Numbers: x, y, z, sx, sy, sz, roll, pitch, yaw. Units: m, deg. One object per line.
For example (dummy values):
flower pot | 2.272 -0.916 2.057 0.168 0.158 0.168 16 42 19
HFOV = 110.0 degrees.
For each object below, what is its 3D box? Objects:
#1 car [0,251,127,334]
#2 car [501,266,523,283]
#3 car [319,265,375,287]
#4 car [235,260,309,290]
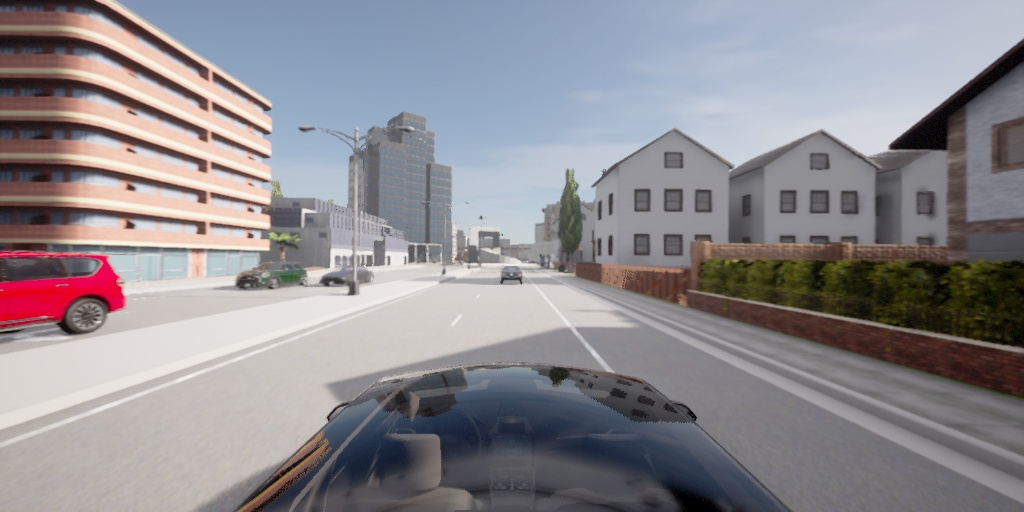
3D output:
car | -11.604 0.896 7.426 2.150 2.045 5.566 1 0 0
car | -0.037 1.557 31.154 2.033 1.411 5.357 1 -1 0
car | -11.600 1.385 25.713 2.033 1.411 5.357 1 -1 0
car | -15.101 1.130 22.818 2.097 1.767 4.553 1 -1 1
